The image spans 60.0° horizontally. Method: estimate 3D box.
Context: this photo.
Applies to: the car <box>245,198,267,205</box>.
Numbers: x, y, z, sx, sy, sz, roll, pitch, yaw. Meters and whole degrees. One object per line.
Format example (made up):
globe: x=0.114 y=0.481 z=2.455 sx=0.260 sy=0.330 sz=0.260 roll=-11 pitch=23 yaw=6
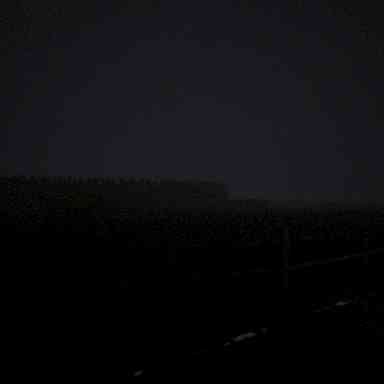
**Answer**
car: x=12.695 y=1.861 z=65.818 sx=1.895 sy=1.301 sz=4.718 roll=0 pitch=0 yaw=-35
